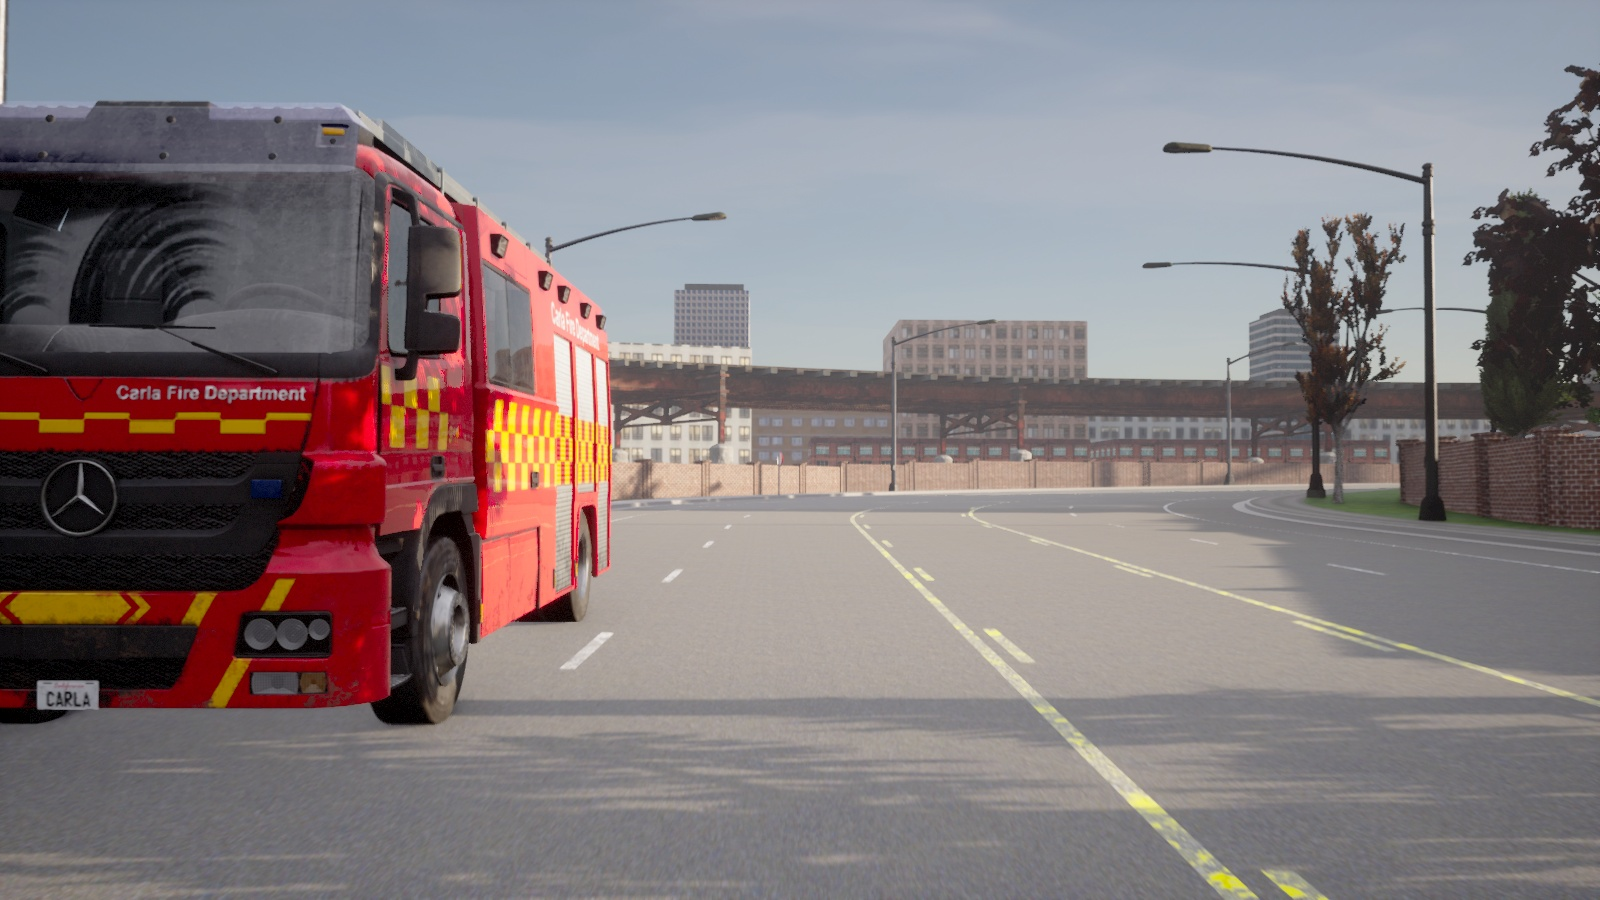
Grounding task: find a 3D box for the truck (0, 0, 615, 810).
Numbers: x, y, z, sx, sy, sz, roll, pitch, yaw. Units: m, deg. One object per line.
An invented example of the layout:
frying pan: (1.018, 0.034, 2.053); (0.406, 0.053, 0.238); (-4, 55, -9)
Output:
truck: (-3.534, -0.190, 10.075); (2.891, 3.827, 8.468); (0, -1, 0)
